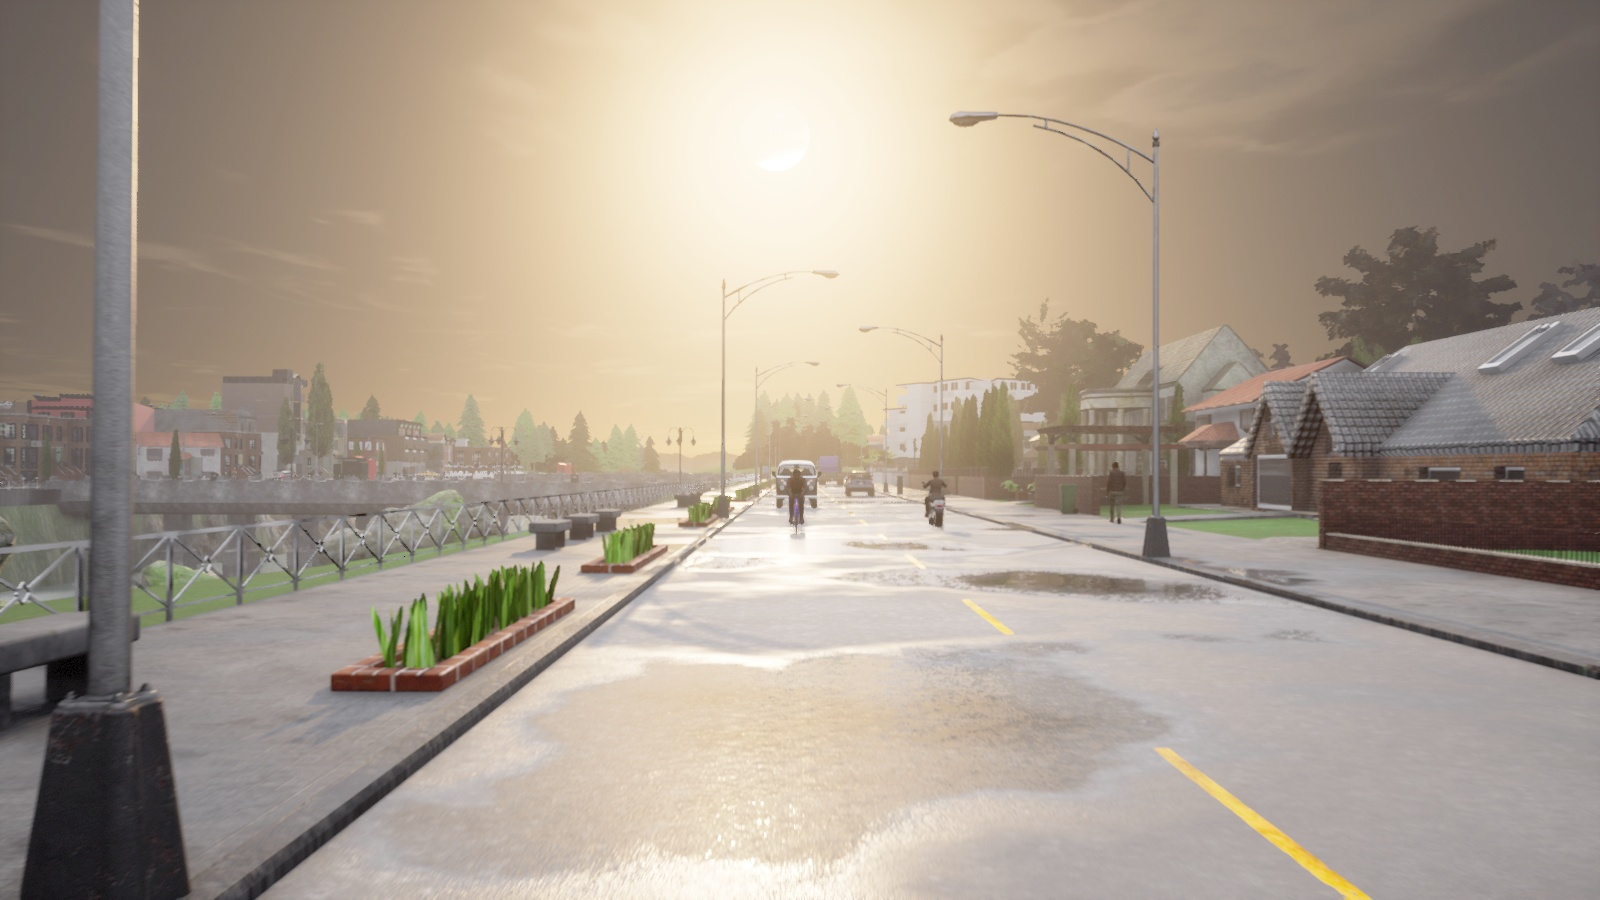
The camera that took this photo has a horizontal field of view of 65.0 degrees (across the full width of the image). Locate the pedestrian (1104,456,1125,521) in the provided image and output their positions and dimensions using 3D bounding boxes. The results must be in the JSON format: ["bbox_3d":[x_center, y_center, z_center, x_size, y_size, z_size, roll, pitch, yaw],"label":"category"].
[{"bbox_3d":[9.010,1.092,35.998,0.431,1.840,0.703,0,-1,3],"label":"pedestrian"}]

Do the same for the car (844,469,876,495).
[{"bbox_3d":[3.805,2.047,80.423,1.851,1.617,3.988,0,-1,0],"label":"car"}]

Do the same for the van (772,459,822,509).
[{"bbox_3d":[-0.132,1.440,53.739,2.069,2.038,4.480,0,-1,0],"label":"van"}]

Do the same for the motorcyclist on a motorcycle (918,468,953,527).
[{"bbox_3d":[3.911,1.361,36.442,0.766,1.649,2.350,0,-1,0],"label":"motorcyclist on a motorcycle"}]
